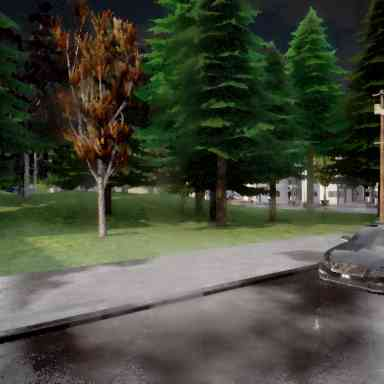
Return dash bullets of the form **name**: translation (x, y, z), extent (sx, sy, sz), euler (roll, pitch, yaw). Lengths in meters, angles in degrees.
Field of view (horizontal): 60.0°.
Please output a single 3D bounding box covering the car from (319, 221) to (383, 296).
- **car**: translation (5.181, 1.504, 8.363), extent (4.892, 1.490, 1.837), euler (0, 0, -36)
